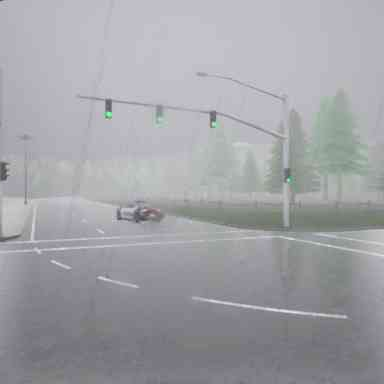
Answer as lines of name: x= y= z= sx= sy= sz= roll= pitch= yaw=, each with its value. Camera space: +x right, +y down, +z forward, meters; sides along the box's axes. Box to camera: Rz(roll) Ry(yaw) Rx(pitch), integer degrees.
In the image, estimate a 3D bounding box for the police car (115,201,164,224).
police car: x=-4.127 y=1.478 z=24.899 sx=2.038 sy=1.542 sz=4.974 roll=0 pitch=0 yaw=-35
